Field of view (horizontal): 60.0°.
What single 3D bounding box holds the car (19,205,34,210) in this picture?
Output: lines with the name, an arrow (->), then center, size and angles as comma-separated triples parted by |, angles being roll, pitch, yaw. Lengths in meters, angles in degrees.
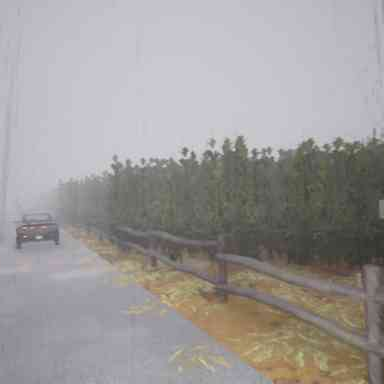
car -> -24.165, 2.585, 48.732 | 1.812, 1.442, 4.674 | -2, 0, -27

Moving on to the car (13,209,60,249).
car -> -7.882, 1.842, 16.884 | 2.128, 1.511, 4.902 | -2, 0, -27
